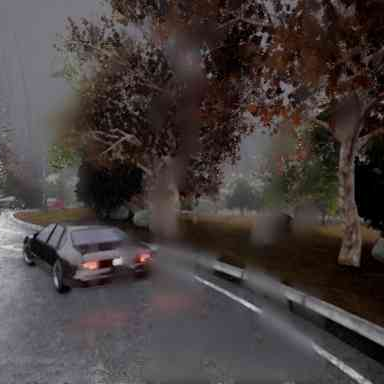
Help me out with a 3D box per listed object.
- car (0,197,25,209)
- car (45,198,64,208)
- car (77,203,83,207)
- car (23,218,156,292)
[{"bbox_3d":[-22.874,1.397,42.091,1.837,1.490,4.892,0,-2,-4],"label":"car"},{"bbox_3d":[-24.049,2.032,57.836,2.150,2.045,5.566,0,-4,-4],"label":"car"},{"bbox_3d":[-21.298,2.716,68.213,2.150,2.045,5.566,0,-4,-4],"label":"car"},{"bbox_3d":[-2.961,1.413,8.689,2.033,1.411,5.357,-1,1,-37],"label":"car"}]
